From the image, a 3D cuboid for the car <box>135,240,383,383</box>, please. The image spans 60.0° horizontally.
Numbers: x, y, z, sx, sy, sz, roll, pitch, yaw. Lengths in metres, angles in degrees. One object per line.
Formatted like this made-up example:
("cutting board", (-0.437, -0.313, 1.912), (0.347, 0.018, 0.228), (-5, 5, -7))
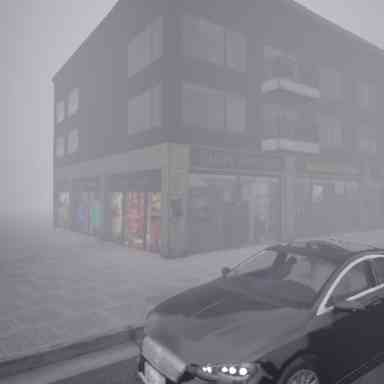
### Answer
("car", (1.638, 1.492, 4.560), (4.902, 1.511, 2.128), (0, 0, -36))
